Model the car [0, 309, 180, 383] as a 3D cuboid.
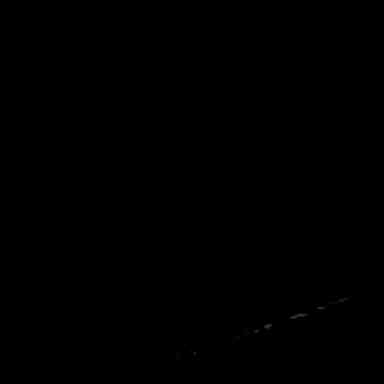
[{"bbox_3d":[-2.351,1.478,1.394,5.008,1.535,1.882,0,0,-36],"label":"car"}]
